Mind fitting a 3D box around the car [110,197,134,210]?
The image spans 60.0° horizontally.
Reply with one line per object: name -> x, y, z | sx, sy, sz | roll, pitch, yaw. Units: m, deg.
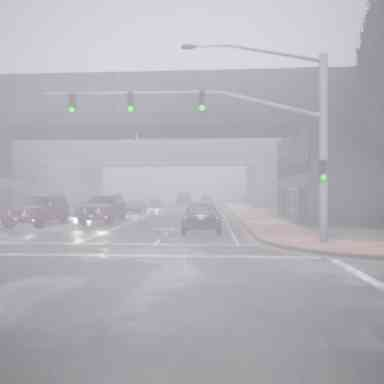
car -> -8.843, 1.460, 42.315 | 1.812, 1.442, 4.674 | 0, 0, 3

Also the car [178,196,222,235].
car -> 0.573, 1.312, 18.770 | 2.097, 1.767, 4.553 | 0, 0, 3

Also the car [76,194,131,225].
car -> -6.354, 1.187, 24.157 | 2.150, 2.045, 5.566 | 0, 0, 3

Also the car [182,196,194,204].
car -> -0.685, 1.402, 61.639 | 1.812, 1.442, 4.674 | 0, 0, 3

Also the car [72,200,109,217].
car -> -9.468, 1.522, 31.258 | 1.994, 1.385, 4.181 | 0, 0, 3

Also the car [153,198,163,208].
car -> -5.165, 1.482, 45.339 | 1.994, 1.385, 4.181 | 0, 0, 3

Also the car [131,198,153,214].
car -> -5.780, 1.491, 34.393 | 2.033, 1.411, 5.357 | 0, 0, 3

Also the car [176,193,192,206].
car -> -1.219, 1.119, 51.996 | 2.150, 2.045, 5.566 | 0, 0, 3

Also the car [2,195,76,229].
car -> -9.993, 1.200, 21.891 | 2.150, 2.045, 5.566 | 0, 0, 3
